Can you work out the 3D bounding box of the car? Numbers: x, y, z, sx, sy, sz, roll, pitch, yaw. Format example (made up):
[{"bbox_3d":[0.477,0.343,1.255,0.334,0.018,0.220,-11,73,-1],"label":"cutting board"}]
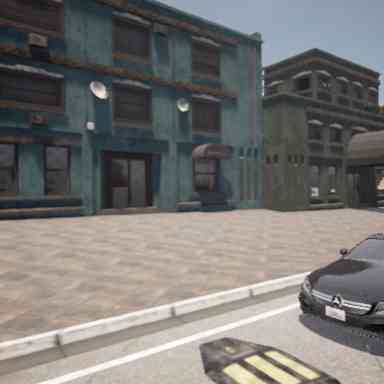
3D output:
[{"bbox_3d":[3.998,1.520,6.232,4.674,1.442,1.812,0,0,-35],"label":"car"}]
